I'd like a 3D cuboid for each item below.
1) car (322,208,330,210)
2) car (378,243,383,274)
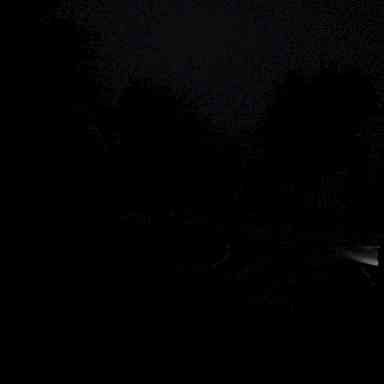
[{"bbox_3d":[31.284,4.516,77.589,2.128,1.511,4.902,0,-5,25],"label":"car"},{"bbox_3d":[5.716,1.572,7.776,1.994,1.385,4.181,0,0,22],"label":"car"}]
